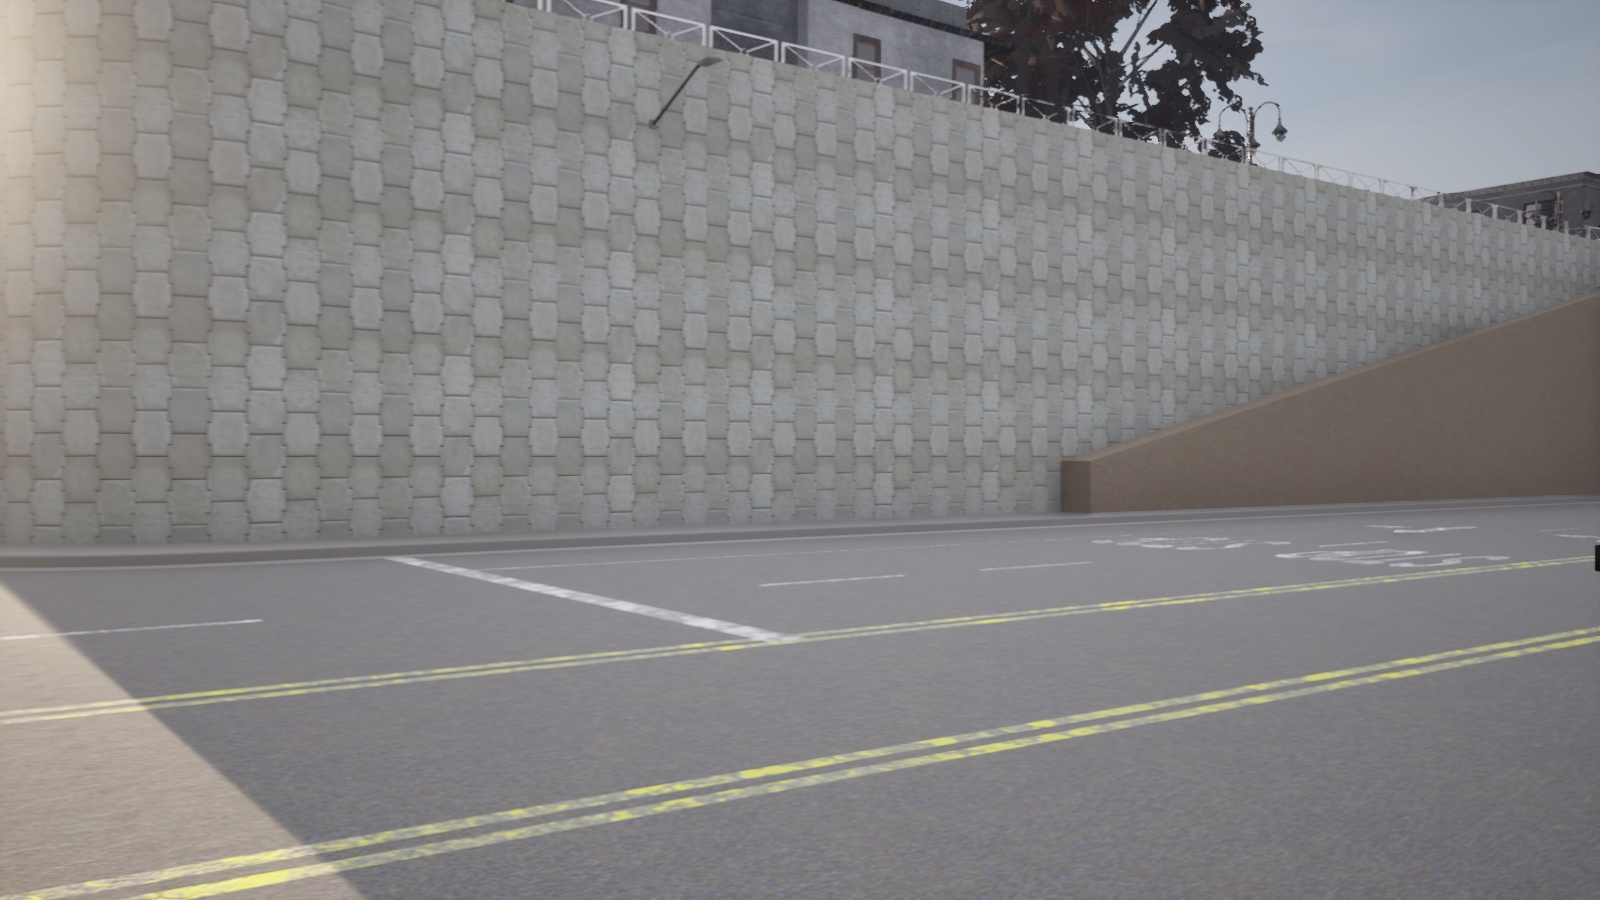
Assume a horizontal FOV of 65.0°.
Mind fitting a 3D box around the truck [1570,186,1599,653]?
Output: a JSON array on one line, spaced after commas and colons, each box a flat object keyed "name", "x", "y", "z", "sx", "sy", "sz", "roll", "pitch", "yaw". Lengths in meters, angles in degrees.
[{"name": "truck", "x": 9.893, "y": -0.232, "z": 10.550, "sx": 7.936, "sy": 3.462, "sz": 2.891, "roll": 0, "pitch": 0, "yaw": -35}]
